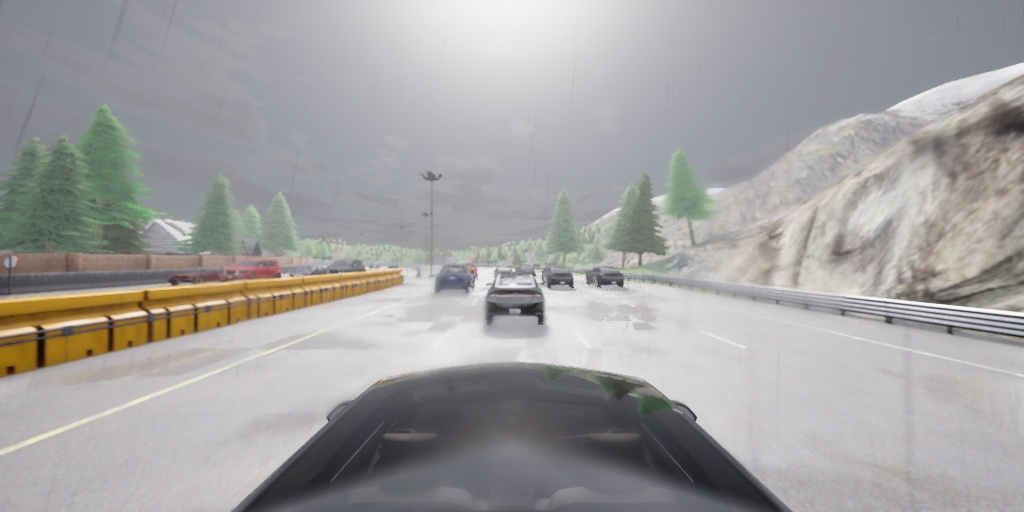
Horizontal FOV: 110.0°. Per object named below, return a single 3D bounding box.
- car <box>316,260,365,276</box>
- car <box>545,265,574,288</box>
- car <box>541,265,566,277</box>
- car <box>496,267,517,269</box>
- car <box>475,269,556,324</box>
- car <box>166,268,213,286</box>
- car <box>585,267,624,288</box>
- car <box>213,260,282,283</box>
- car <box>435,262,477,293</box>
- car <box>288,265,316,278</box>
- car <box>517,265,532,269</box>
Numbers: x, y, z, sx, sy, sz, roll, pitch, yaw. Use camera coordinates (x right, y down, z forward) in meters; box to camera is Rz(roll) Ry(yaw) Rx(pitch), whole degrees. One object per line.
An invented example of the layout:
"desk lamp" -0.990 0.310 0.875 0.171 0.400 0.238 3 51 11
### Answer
"car" -14.778 1.325 31.810 2.150 2.045 5.566 0 -1 -5
"car" 3.322 1.551 26.779 1.837 1.490 4.892 0 0 -3
"car" 5.058 1.814 44.197 1.994 1.385 4.181 0 -1 -8
"car" -0.910 1.752 35.824 1.895 1.301 4.718 0 -1 -6
"car" 0.105 1.369 12.519 2.128 1.511 4.902 0 -1 0
"car" -25.073 1.669 29.024 1.895 1.301 4.718 0 -1 -5
"car" 6.822 1.551 26.775 1.837 1.490 4.892 0 0 -3
"car" -21.648 1.304 30.024 2.150 2.045 5.566 0 -1 -5
"car" -3.552 1.351 22.984 2.097 1.767 4.553 0 -1 -2
"car" -18.382 1.602 32.554 2.128 1.511 4.902 0 -1 -6
"car" 1.511 1.815 44.286 1.994 1.385 4.181 0 -1 -9
